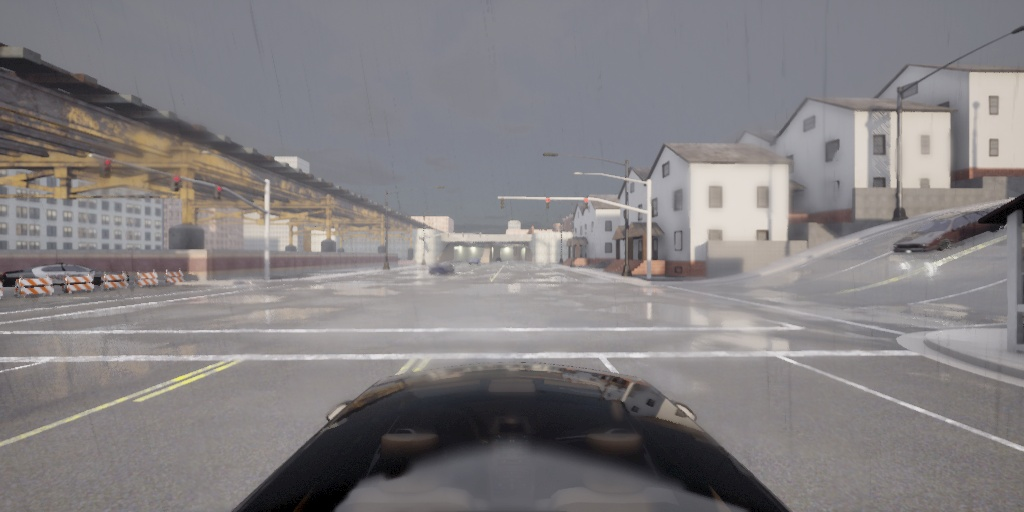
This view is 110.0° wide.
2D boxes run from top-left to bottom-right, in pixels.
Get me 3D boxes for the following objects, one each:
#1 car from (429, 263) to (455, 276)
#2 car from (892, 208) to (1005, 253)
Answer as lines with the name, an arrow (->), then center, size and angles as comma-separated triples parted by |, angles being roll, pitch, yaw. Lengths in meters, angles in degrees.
car -> -6.989, 1.342, 36.083 | 1.895, 1.301, 4.718 | 0, 0, 0
car -> 24.174, -1.497, 19.748 | 5.357, 1.411, 2.033 | -20, 0, -1
